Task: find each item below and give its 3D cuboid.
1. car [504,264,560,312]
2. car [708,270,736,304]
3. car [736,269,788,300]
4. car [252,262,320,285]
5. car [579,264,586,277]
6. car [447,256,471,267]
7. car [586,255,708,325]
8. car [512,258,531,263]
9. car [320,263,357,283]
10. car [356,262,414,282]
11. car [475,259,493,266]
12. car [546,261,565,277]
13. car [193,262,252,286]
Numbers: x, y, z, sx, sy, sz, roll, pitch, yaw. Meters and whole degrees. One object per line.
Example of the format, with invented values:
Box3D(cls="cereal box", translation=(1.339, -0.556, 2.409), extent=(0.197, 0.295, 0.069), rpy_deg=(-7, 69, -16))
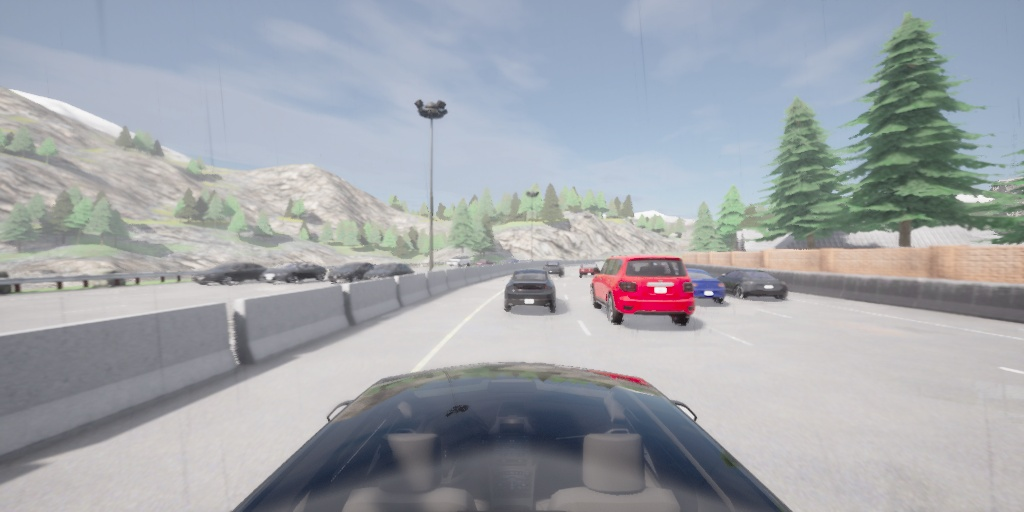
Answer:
Box3D(cls="car", translation=(0.784, 1.259, 14.328), extent=(1.837, 1.490, 4.892), rpy_deg=(0, 0, 5))
Box3D(cls="car", translation=(8.002, 1.299, 16.440), extent=(1.812, 1.442, 4.674), rpy_deg=(0, 0, 6))
Box3D(cls="car", translation=(11.715, 1.348, 18.028), extent=(1.994, 1.385, 4.181), rpy_deg=(0, 0, 7))
Box3D(cls="car", translation=(-15.631, 1.203, 26.049), extent=(2.128, 1.511, 4.902), rpy_deg=(0, 0, 9))
Box3D(cls="car", translation=(7.616, 1.376, 35.157), extent=(1.895, 1.301, 4.718), rpy_deg=(0, 0, 13))
Box3D(cls="car", translation=(-9.353, 0.954, 63.738), extent=(2.150, 2.045, 5.566), rpy_deg=(0, 0, 21))
Box3D(cls="car", translation=(4.068, 0.984, 12.039), extent=(2.150, 2.045, 5.566), rpy_deg=(0, 0, 4))
Box3D(cls="car", translation=(2.127, 1.289, 64.167), extent=(1.812, 1.442, 4.674), rpy_deg=(0, 0, 23))
Box3D(cls="car", translation=(-11.907, 1.226, 27.295), extent=(1.837, 1.490, 4.892), rpy_deg=(0, 0, 10))
Box3D(cls="car", translation=(-8.647, 1.235, 25.483), extent=(1.837, 1.490, 4.892), rpy_deg=(0, 0, 9))
Box3D(cls="car", translation=(-5.032, 1.270, 65.108), extent=(1.812, 1.442, 4.674), rpy_deg=(0, 0, 22))
Box3D(cls="car", translation=(4.208, 1.257, 35.821), extent=(2.128, 1.511, 4.902), rpy_deg=(0, 0, 13))
Box3D(cls="car", translation=(-19.320, 1.206, 24.976), extent=(1.837, 1.490, 4.892), rpy_deg=(0, 0, 8))
